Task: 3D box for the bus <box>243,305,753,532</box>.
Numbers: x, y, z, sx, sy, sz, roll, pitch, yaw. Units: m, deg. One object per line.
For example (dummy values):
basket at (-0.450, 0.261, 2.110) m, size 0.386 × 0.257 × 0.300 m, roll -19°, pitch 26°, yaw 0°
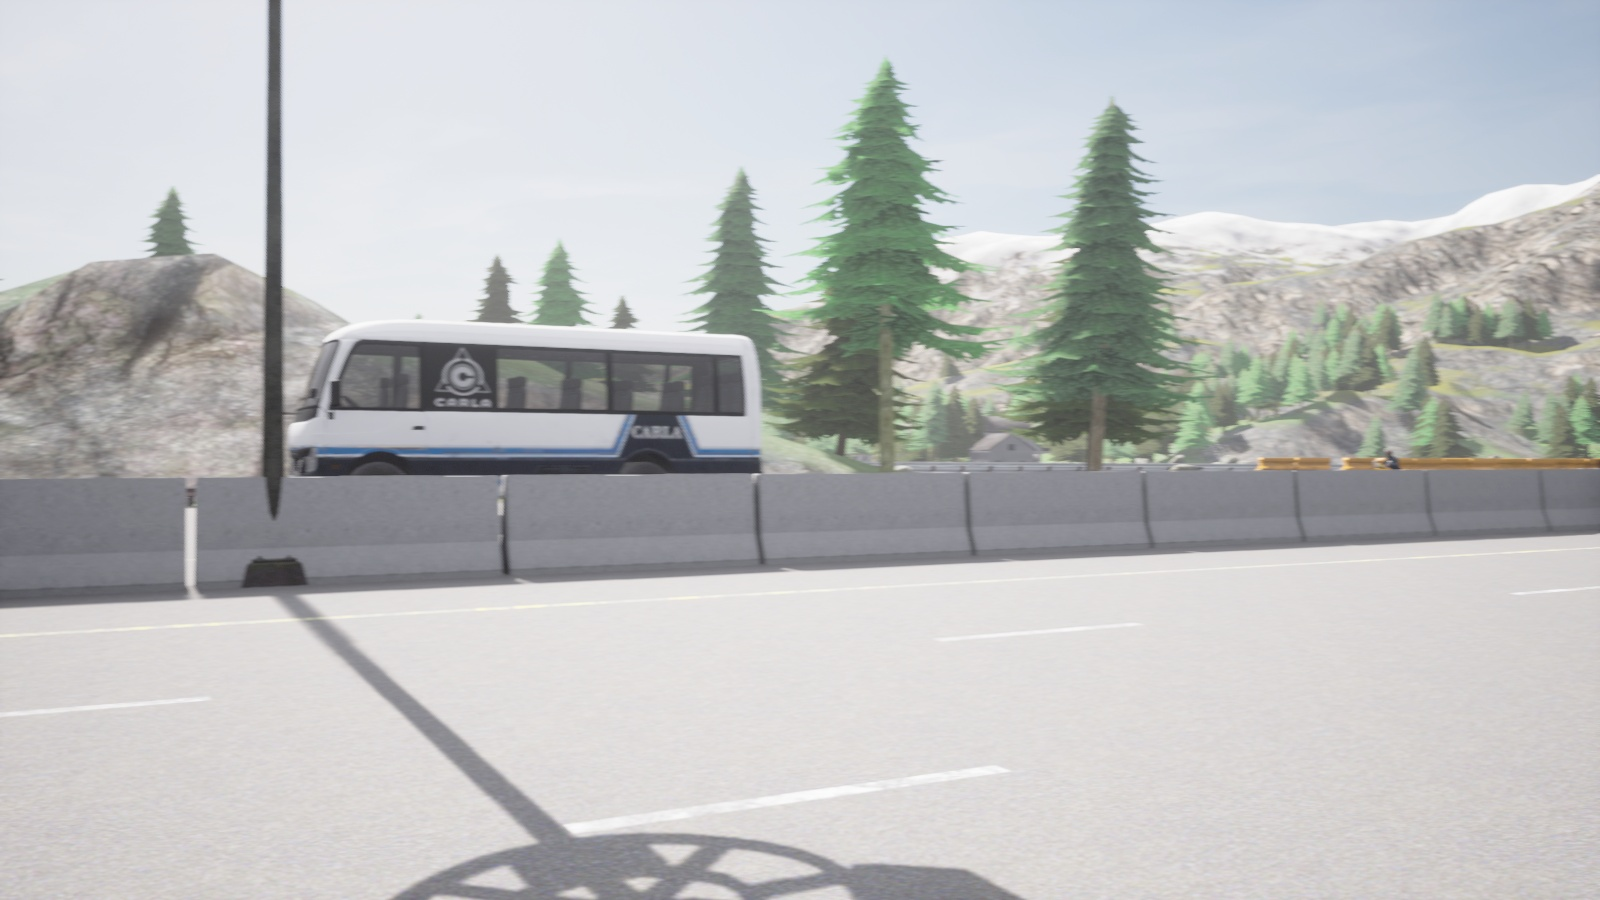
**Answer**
bus at (-6.535, -0.596, 27.679) m, size 10.273 × 4.253 × 3.944 m, roll 0°, pitch 0°, yaw -28°
